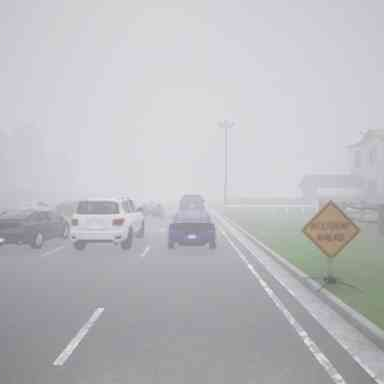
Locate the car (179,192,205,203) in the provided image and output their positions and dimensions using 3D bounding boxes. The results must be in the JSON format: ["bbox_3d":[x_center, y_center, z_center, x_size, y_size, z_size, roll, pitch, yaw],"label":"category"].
[{"bbox_3d":[0.000,1.258,29.680,2.150,2.045,5.566,0,0,0],"label":"car"}]

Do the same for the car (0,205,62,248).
[{"bbox_3d":[-7.000,1.516,14.650,1.837,1.490,4.892,0,0,0],"label":"car"}]

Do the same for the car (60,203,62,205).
[{"bbox_3d":[-10.500,1.517,29.650,1.837,1.490,4.892,0,0,0],"label":"car"}]

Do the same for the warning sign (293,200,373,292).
[{"bbox_3d":[3.050,1.114,7.334,1.300,1.860,1.060,0,0,0],"label":"warning sign"}]

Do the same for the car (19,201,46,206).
[{"bbox_3d":[-14.000,1.533,29.650,1.812,1.442,4.674,0,0,0],"label":"car"}]

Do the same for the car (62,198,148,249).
[{"bbox_3d":[-3.500,1.258,14.680,2.150,2.045,5.566,0,0,0],"label":"car"}]

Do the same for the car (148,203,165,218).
[{"bbox_3d":[-3.500,1.616,29.680,1.895,1.301,4.718,0,0,0],"label":"car"}]

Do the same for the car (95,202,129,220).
[{"bbox_3d":[-7.000,1.616,29.680,1.895,1.301,4.718,0,0,0],"label":"car"}]

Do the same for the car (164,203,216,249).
[{"bbox_3d":[0.000,1.485,14.650,1.882,1.535,5.008,0,0,0],"label":"car"}]
